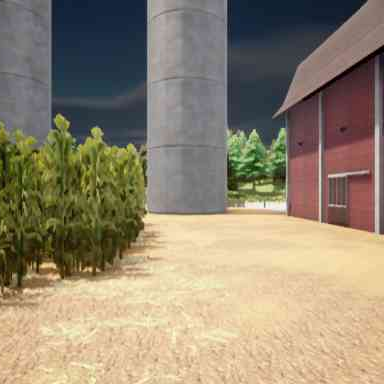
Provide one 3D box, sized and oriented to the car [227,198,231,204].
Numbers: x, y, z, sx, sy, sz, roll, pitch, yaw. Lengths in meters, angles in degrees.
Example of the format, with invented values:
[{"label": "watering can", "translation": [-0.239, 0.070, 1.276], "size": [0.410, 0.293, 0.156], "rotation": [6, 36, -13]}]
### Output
[{"label": "car", "translation": [4.257, 1.364, 48.018], "size": [1.994, 1.381, 4.181], "rotation": [0, 0, -5]}]
